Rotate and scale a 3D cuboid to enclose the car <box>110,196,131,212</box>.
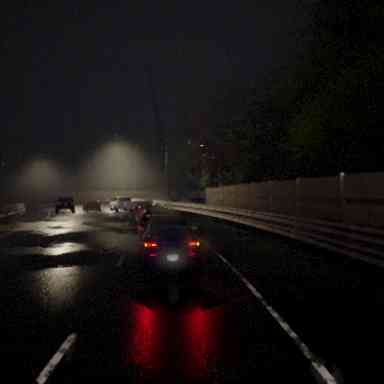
[{"bbox_3d":[-9.521,1.587,44.599,2.150,2.045,5.566,0,-1,-23],"label":"car"}]

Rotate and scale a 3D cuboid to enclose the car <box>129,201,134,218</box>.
[{"bbox_3d":[-4.335,1.765,30.221,1.812,1.442,4.674,0,0,-15],"label":"car"}]

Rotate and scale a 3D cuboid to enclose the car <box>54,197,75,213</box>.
[{"bbox_3d":[-16.366,1.602,42.782,2.150,2.045,5.566,0,-1,-24],"label":"car"}]

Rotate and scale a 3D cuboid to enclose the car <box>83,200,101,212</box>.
[{"bbox_3d":[-13.602,1.864,45.065,1.882,1.535,5.008,0,0,-24],"label":"car"}]

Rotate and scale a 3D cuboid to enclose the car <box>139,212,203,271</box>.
[{"bbox_3d":[-0.769,1.612,11.198,1.812,1.442,4.674,0,-1,-6],"label":"car"}]

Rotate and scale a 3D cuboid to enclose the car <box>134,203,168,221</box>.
[{"bbox_3d":[-2.594,1.668,22.538,2.128,1.511,4.902,0,0,-11],"label":"car"}]
